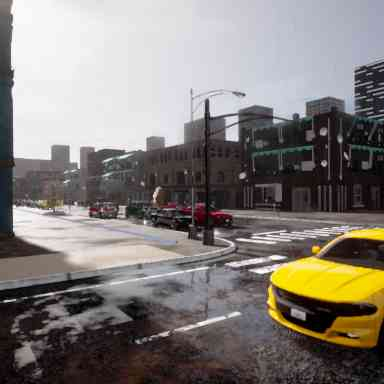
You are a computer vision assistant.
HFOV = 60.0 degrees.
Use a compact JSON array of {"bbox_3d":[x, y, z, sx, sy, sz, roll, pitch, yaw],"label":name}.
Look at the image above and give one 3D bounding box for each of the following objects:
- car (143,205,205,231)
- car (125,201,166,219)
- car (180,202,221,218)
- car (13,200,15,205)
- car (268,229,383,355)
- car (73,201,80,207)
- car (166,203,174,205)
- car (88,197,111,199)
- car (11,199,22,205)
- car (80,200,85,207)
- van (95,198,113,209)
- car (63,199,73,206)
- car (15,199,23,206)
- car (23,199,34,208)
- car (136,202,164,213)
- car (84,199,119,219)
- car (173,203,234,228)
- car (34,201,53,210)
[{"bbox_3d":[-1.318,1.815,23.111,1.947,1.339,4.313,-1,0,-35],"label":"car"},{"bbox_3d":[-4.898,1.689,32.871,2.097,1.767,4.553,-1,0,-35],"label":"car"},{"bbox_3d":[0.797,1.810,34.833,2.008,1.369,4.403,-2,0,-35],"label":"car"},{"bbox_3d":[-41.231,2.548,79.675,2.008,1.369,4.403,-1,0,-35],"label":"car"},{"bbox_3d":[3.555,1.476,6.205,5.008,1.535,1.882,0,0,-35],"label":"car"},{"bbox_3d":[-21.597,2.228,66.452,1.887,1.381,4.507,-1,0,-35],"label":"car"},{"bbox_3d":[-2.402,1.904,39.351,1.802,1.307,4.206,-2,0,-35],"label":"car"},{"bbox_3d":[-11.043,1.678,41.564,2.150,2.045,5.566,-1,0,-35],"label":"car"},{"bbox_3d":[-44.430,2.598,84.191,1.887,1.381,4.507,-1,0,-35],"label":"car"},{"bbox_3d":[-18.403,1.940,61.934,2.192,1.841,5.009,-1,0,-35],"label":"car"},{"bbox_3d":[-15.203,1.907,57.418,1.690,1.788,3.998,-1,0,-35],"label":"van"},{"bbox_3d":[-27.995,2.364,75.486,1.947,1.339,4.313,-1,0,-35],"label":"car"},{"bbox_3d":[-38.035,2.380,75.157,1.967,1.590,4.097,-1,0,-35],"label":"car"},{"bbox_3d":[-31.634,2.376,66.124,2.008,1.369,4.403,-1,0,-35],"label":"car"},{"bbox_3d":[-5.600,1.966,43.867,1.802,1.307,4.206,-1,0,-35],"label":"car"},{"bbox_3d":[-9.242,1.847,34.505,1.967,1.590,4.097,-1,0,-35],"label":"car"},{"bbox_3d":[0.962,1.698,24.597,1.882,1.535,5.008,-1,0,-35],"label":"car"},{"bbox_3d":[-25.137,2.233,56.951,1.752,1.417,4.829,-1,0,-35],"label":"car"}]
